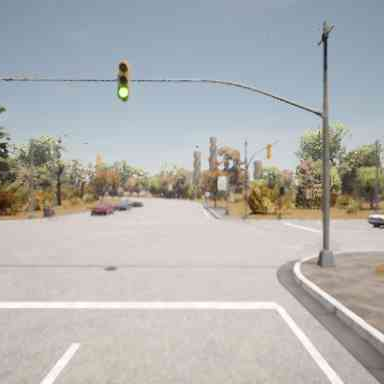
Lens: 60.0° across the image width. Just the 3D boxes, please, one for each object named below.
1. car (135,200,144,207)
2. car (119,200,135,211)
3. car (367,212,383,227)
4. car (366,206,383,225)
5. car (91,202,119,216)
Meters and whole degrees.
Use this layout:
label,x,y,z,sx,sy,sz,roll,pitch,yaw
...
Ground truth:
label,x,y,z,sx,sy,sz,roll,pitch,yaw
car,-10.492,2.234,63.454,1.895,1.301,4.718,0,0,1
car,-10.563,2.138,50.965,2.033,1.411,5.357,0,0,0
car,14.833,1.877,23.127,4.718,1.301,1.895,0,-1,-3
car,17.179,1.867,26.766,5.357,1.411,2.033,0,-1,-3
car,-10.575,1.950,39.736,1.882,1.535,5.008,0,-1,0
